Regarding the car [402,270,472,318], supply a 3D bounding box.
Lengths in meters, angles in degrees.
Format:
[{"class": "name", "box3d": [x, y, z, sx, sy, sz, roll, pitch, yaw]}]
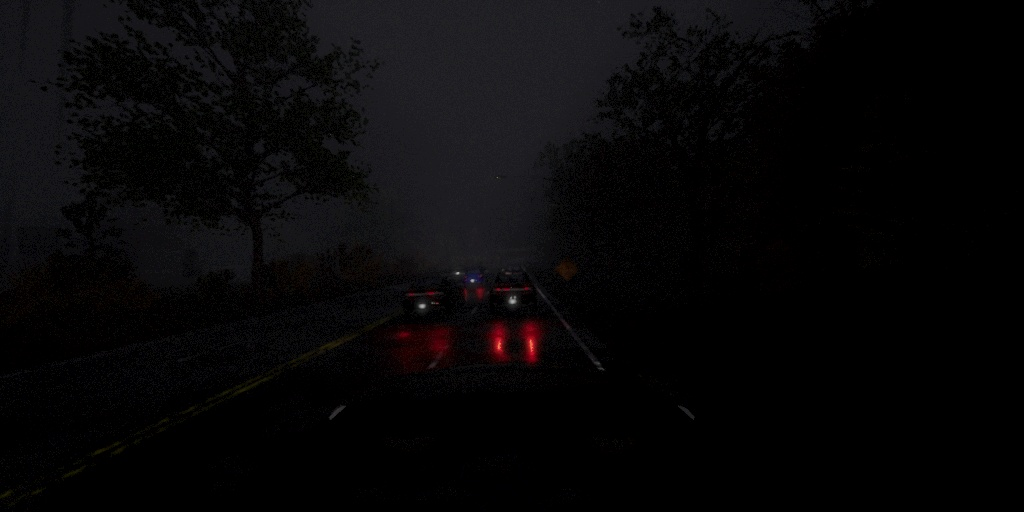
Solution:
[{"class": "car", "box3d": [-3.218, 1.610, 15.359, 2.128, 1.511, 4.902, -3, 0, 1]}]

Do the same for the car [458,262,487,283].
[{"class": "car", "box3d": [-3.127, 1.715, 30.735, 1.812, 1.442, 4.674, -6, 2, 1]}]

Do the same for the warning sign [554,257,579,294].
[{"class": "warning sign", "box3d": [2.898, 0.960, 18.685, 1.300, 1.860, 1.060, 0, 0, 0]}]

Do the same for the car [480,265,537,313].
[{"class": "car", "box3d": [0.045, 1.389, 15.341, 2.128, 1.511, 4.902, -2, 1, 1]}]

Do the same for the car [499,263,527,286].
[{"class": "car", "box3d": [0.141, 1.502, 30.325, 2.128, 1.511, 4.902, -2, 1, 1]}]
